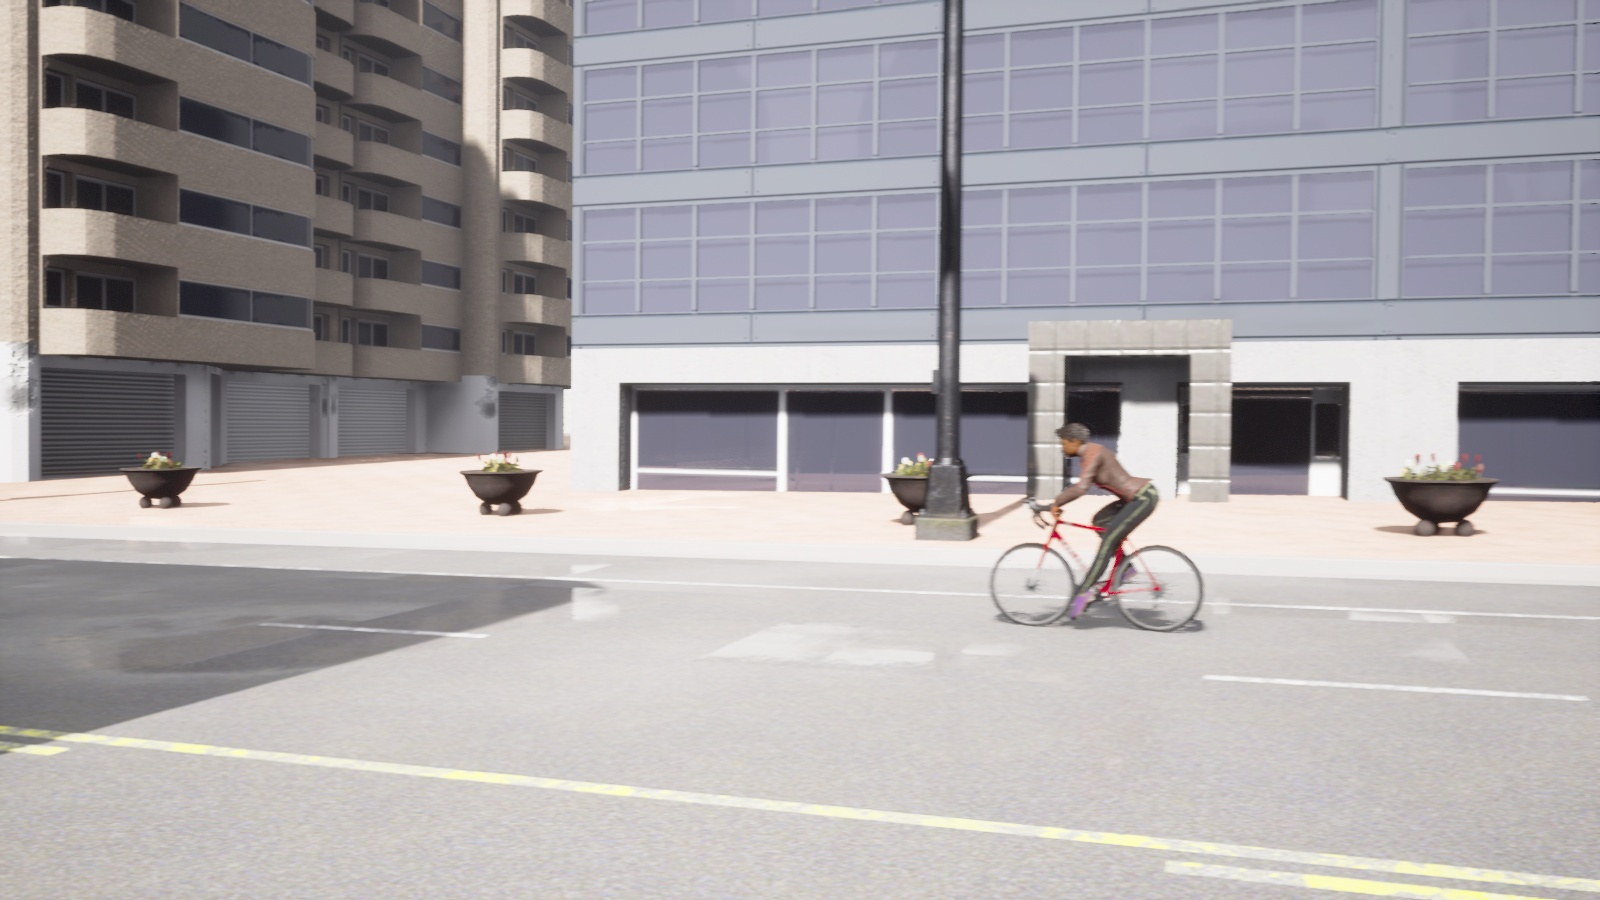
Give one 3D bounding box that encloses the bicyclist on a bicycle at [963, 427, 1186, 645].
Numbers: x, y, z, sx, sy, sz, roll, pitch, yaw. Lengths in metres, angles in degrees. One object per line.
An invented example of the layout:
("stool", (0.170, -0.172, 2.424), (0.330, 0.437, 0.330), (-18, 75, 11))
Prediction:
("bicyclist on a bicycle", (2.155, 0.630, 9.852), (1.656, 1.620, 0.582), (0, 1, 19))
